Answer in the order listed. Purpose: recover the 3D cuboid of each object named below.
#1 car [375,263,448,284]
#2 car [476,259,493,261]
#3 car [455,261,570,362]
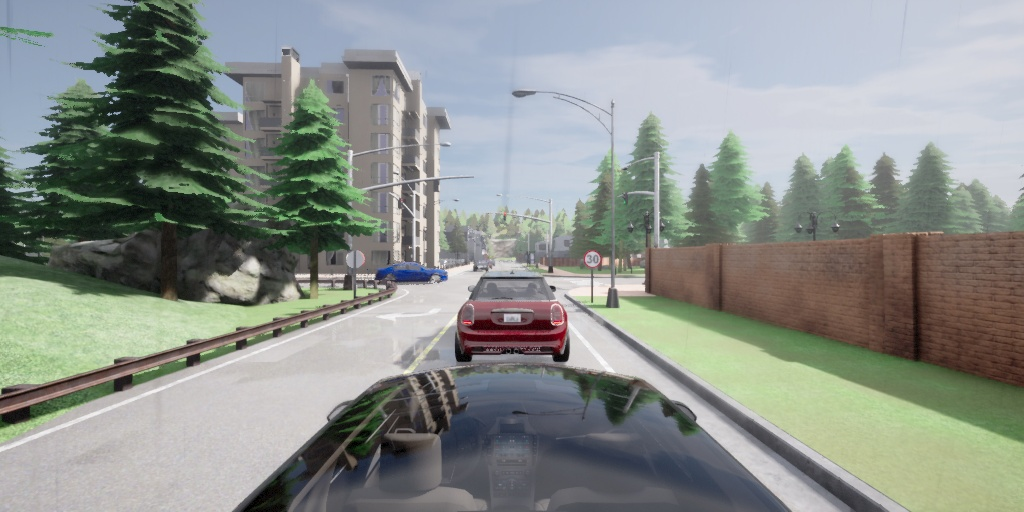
[{"bbox_3d":[-7.166,1.235,25.760,5.008,1.535,1.882,0,0,-12],"label":"car"},{"bbox_3d":[-3.983,1.241,46.694,2.128,1.511,4.902,0,0,-1],"label":"car"},{"bbox_3d":[0.005,1.102,8.373,2.097,1.767,4.553,0,0,0],"label":"car"}]
